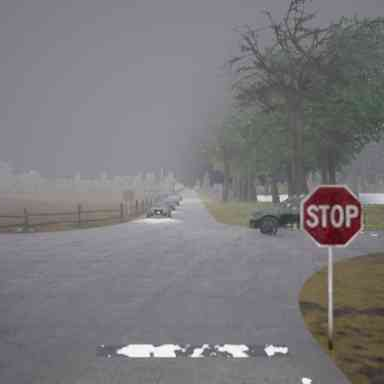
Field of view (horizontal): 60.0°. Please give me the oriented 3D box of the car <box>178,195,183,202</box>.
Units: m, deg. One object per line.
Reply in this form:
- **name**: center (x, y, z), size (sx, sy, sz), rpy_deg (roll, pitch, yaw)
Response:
- **car**: center (-2.866, 1.274, 50.384), size (1.882, 1.535, 5.008), rpy_deg (0, 1, 0)

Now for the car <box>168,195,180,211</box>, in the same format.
- **car**: center (-2.864, 1.442, 39.519), size (2.033, 1.411, 5.357), rpy_deg (0, 0, 0)

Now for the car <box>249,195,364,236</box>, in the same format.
- **car**: center (5.776, 1.155, 17.238), size (5.566, 2.045, 2.150), rpy_deg (-1, -1, 12)

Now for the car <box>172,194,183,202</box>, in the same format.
- **car**: center (-2.834, 1.198, 65.151), size (1.994, 1.385, 4.181), rpy_deg (0, 1, 0)

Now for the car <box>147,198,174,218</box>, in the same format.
- **car**: center (-2.860, 1.519, 29.563), size (1.994, 1.385, 4.181), rpy_deg (0, 0, -2)
